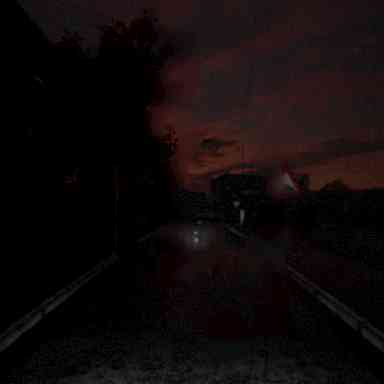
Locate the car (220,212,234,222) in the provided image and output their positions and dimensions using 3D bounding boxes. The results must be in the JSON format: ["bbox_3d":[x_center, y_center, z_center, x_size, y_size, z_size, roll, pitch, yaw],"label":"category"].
[{"bbox_3d":[4.849,4.409,60.572,2.185,1.767,4.553,5,-5,-31],"label":"car"}]

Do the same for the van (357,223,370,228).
[{"bbox_3d":[31.617,6.996,65.058,1.878,1.987,4.442,8,-6,-29],"label":"van"}]

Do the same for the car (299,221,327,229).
[{"bbox_3d":[22.623,6.356,63.658,2.002,1.452,4.674,7,-6,-29],"label":"car"}]

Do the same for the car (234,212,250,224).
[{"bbox_3d":[7.822,4.673,61.065,2.185,1.767,4.553,7,-6,-30],"label":"car"}]

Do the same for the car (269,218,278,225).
[{"bbox_3d":[13.652,5.413,62.304,1.946,1.575,5.366,8,-6,-30],"label":"car"}]

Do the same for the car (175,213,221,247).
[{"bbox_3d":[0.238,1.920,16.561,1.895,1.301,4.718,0,-2,1],"label":"car"}]

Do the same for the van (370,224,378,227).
[{"bbox_3d":[34.590,7.298,65.548,1.878,1.987,4.442,8,-6,-29],"label":"van"}]

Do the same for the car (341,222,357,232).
[{"bbox_3d":[28.475,6.925,64.813,1.946,1.575,5.366,7,-6,-29],"label":"car"}]

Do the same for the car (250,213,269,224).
[{"bbox_3d":[10.819,4.856,61.620,2.435,2.045,5.566,8,-6,-30],"label":"car"}]

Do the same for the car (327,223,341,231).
[{"bbox_3d":[25.593,6.660,64.164,2.002,1.452,4.674,8,-6,-29],"label":"car"}]

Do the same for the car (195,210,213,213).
[{"bbox_3d":[0.869,2.691,32.036,1.812,1.442,4.674,0,-4,4],"label":"car"}]

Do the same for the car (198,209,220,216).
[{"bbox_3d":[1.969,4.100,59.991,2.435,2.045,5.566,2,-5,-30],"label":"car"}]
